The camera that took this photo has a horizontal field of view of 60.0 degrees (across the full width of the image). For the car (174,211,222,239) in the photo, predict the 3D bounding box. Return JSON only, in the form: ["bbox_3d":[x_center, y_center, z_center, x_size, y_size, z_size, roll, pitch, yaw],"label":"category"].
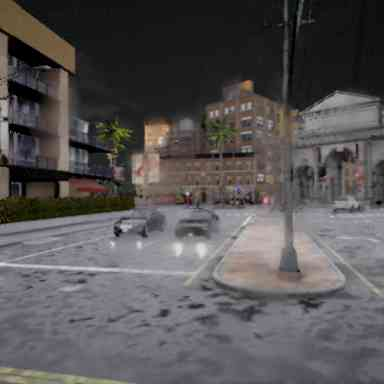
[{"bbox_3d":[0.541,1.796,19.391,2.033,1.411,5.357,-1,-1,13],"label":"car"}]

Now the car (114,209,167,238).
[{"bbox_3d":[-2.935,1.785,19.895,2.128,1.511,4.902,-1,-1,13],"label":"car"}]

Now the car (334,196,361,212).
[{"bbox_3d":[20.572,1.565,44.042,2.150,2.045,5.566,-2,-1,41],"label":"car"}]

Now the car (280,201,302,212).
[{"bbox_3d":[13.836,1.958,46.835,1.837,1.490,4.892,0,0,-3],"label":"car"}]
